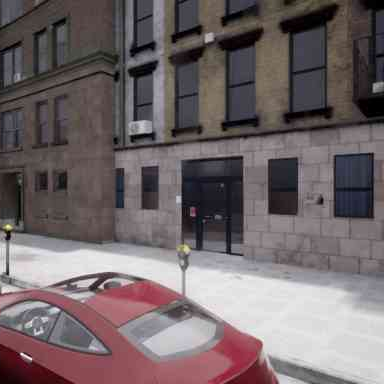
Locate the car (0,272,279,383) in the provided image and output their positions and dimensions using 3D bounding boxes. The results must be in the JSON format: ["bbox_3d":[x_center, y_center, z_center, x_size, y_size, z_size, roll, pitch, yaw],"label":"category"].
[{"bbox_3d":[-1.179,1.582,3.658,4.206,1.307,1.802,0,0,36],"label":"car"}]
